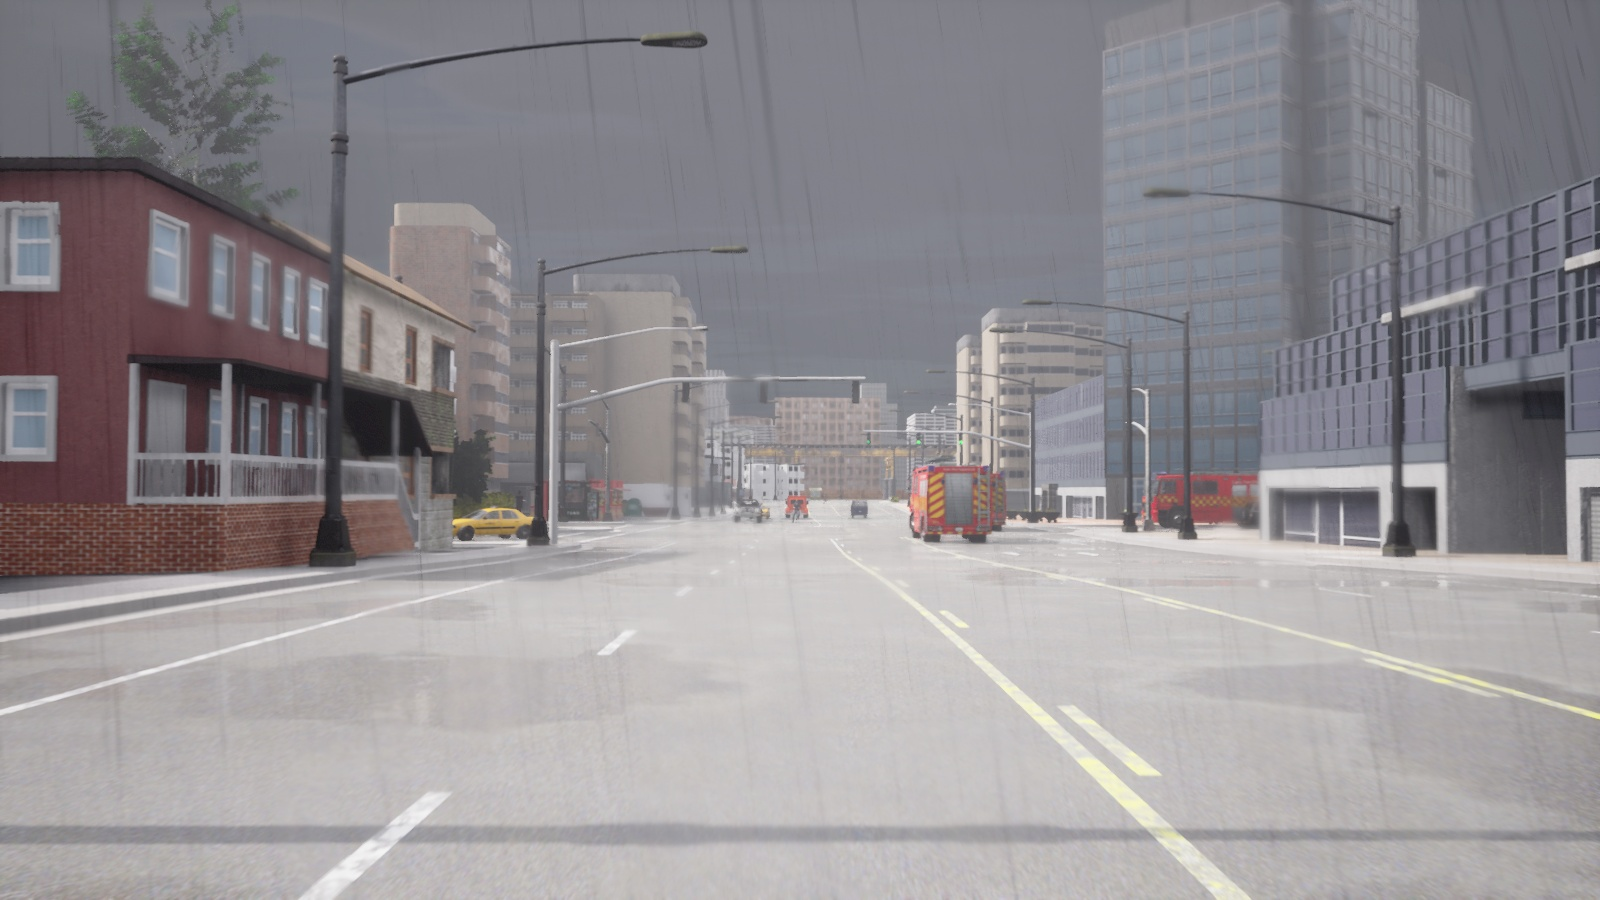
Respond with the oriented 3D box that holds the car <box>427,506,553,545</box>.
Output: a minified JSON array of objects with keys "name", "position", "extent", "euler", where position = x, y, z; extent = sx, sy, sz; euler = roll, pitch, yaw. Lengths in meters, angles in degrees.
[{"name":"car","position":[-13.986,3.390,56.896],"extent":[5.366,1.575,1.801],"euler":[1,-3,-45]}]

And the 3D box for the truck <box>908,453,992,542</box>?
[{"name":"truck","position":[6.866,2.233,58.679],"extent":[2.891,3.827,8.468],"euler":[0,-2,0]}]

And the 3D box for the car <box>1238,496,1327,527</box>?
[{"name":"car","position":[29.063,3.694,75.711],"extent":[4.605,1.855,1.932],"euler":[0,-2,1]}]

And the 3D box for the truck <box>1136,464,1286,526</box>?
[{"name":"truck","position":[25.820,2.838,79.253],"extent":[8.468,3.827,2.891],"euler":[0,-2,0]}]

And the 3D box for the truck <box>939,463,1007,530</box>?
[{"name":"truck","position":[10.329,2.811,75.987],"extent":[2.891,3.827,8.468],"euler":[0,-2,0]}]

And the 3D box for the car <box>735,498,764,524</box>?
[{"name":"car","position":[-3.701,4.464,92.414],"extent":[1.932,1.855,4.605],"euler":[0,-2,0]}]
